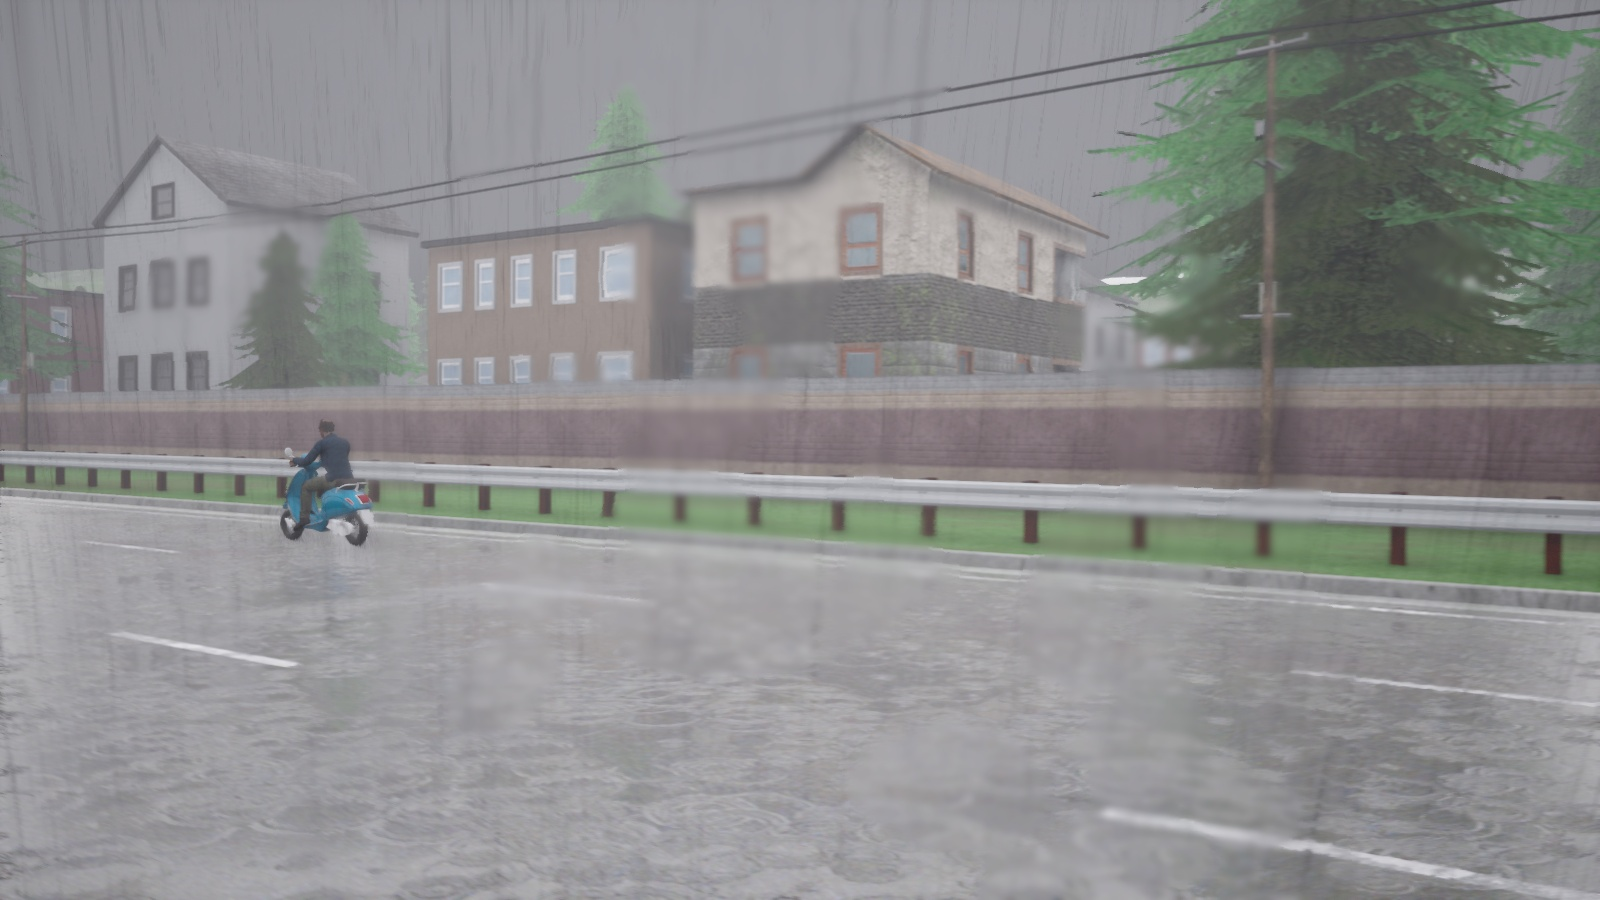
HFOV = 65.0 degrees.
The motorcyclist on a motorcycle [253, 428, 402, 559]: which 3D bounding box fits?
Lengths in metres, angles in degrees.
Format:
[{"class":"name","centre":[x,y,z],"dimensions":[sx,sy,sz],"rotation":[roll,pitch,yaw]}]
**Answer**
[{"class":"motorcyclist on a motorcycle","centre":[-6.044,0.521,16.042],"dimensions":[1.817,1.590,0.866],"rotation":[0,1,34]}]
